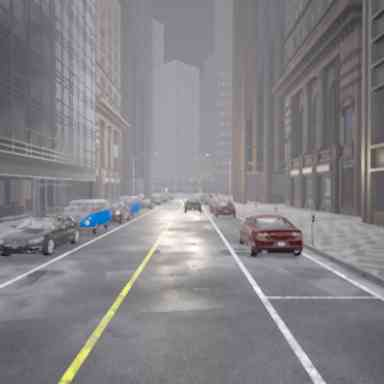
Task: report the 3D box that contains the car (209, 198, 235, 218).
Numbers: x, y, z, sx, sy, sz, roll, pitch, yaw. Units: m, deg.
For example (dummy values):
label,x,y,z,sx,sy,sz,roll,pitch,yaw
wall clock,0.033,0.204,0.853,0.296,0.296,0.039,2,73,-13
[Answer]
label,x,y,z,sx,sy,sz,roll,pitch,yaw
car,2.848,1.481,29.705,1.887,1.381,4.507,-1,0,0

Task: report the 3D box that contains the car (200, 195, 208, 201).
label,x,y,z,sx,sy,sz,roll,pitch,yaw
car,2.847,1.362,80.326,1.802,1.307,4.206,-1,0,0

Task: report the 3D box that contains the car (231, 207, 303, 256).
label,x,y,z,sx,sy,sz,roll,pitch,yaw
car,2.848,1.519,12.832,1.887,1.381,4.507,-1,0,0

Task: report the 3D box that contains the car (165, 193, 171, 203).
label,x,y,z,sx,sy,sz,roll,pitch,yaw
car,-5.678,1.402,63.450,1.947,1.339,4.313,-1,0,0

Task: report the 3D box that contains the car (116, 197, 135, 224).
label,x,y,z,sx,sy,sz,roll,pitch,yaw
car,-5.679,1.390,24.077,1.967,1.590,4.097,-1,0,0

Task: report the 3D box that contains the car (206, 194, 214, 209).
label,x,y,z,sx,sy,sz,roll,pitch,yaw
car,2.847,1.362,35.330,1.967,1.590,4.097,-1,0,0

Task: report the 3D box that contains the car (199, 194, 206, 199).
label,x,y,z,sx,sy,sz,roll,pitch,yaw
car,2.846,1.264,91.744,1.752,1.417,4.829,-1,0,0

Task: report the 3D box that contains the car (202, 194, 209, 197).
label,x,y,z,sx,sy,sz,roll,pitch,yaw
car,2.848,1.438,52.204,1.947,1.339,4.313,-1,0,0

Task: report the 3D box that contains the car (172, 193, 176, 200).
label,x,y,z,sx,sy,sz,roll,pitch,yaw
car,-5.681,1.095,80.323,2.192,1.841,5.009,-1,0,0

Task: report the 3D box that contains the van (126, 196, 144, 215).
label,x,y,z,sx,sy,sz,roll,pitch,yaw
van,-5.679,1.277,29.701,1.690,1.788,3.998,-1,0,0

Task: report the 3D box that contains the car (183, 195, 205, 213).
label,x,y,z,sx,sy,sz,roll,pitch,yaw
car,0.099,1.426,35.571,1.837,1.490,4.892,0,0,0

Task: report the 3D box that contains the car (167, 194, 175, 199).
label,x,y,z,sx,sy,sz,roll,pitch,yaw
car,-5.679,1.291,91.573,2.008,1.369,4.403,-1,0,0

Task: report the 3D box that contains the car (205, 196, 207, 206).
label,x,y,z,sx,sy,sz,roll,pitch,yaw
car,2.848,1.451,40.954,1.887,1.381,4.507,-1,0,0

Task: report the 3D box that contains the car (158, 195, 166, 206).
label,x,y,z,sx,sy,sz,roll,pitch,yaw
car,-5.678,1.438,52.201,1.947,1.339,4.313,-1,0,0

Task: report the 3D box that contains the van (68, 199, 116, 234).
label,x,y,z,sx,sy,sz,roll,pitch,yaw
van,-5.679,1.304,18.451,1.690,1.788,3.998,-1,0,0

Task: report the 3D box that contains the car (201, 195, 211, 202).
label,x,y,z,sx,sy,sz,roll,pitch,yaw
car,2.847,1.363,69.077,1.887,1.381,4.507,-1,0,0

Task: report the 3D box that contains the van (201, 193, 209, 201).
label,x,y,z,sx,sy,sz,roll,pitch,yaw
van,2.845,1.140,74.701,1.690,1.788,3.998,-1,0,0

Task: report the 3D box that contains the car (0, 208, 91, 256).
label,x,y,z,sx,sy,sz,roll,pitch,yaw
car,-5.677,1.526,12.827,2.008,1.369,4.403,-1,0,0

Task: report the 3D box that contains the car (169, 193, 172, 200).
label,x,y,z,sx,sy,sz,roll,pitch,yaw
car,-5.679,1.363,69.074,1.887,1.381,4.507,-1,0,0

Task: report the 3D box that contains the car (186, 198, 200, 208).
label,x,y,z,sx,sy,sz,roll,pitch,yaw
car,0.097,1.488,47.350,1.895,1.301,4.718,0,0,0

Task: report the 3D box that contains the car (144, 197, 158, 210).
label,x,y,z,sx,sy,sz,roll,pitch,yaw
car,-5.677,1.488,40.951,1.802,1.307,4.206,-1,0,0

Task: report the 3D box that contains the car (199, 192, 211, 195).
label,x,y,z,sx,sy,sz,roll,pitch,yaw
car,2.845,1.151,63.452,2.192,1.841,5.009,-1,0,0
